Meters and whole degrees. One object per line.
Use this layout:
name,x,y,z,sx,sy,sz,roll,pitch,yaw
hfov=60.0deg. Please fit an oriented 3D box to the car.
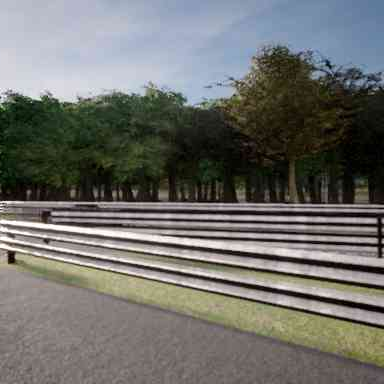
car,-5.728,1.375,17.104,4.181,1.385,1.994,0,0,23
